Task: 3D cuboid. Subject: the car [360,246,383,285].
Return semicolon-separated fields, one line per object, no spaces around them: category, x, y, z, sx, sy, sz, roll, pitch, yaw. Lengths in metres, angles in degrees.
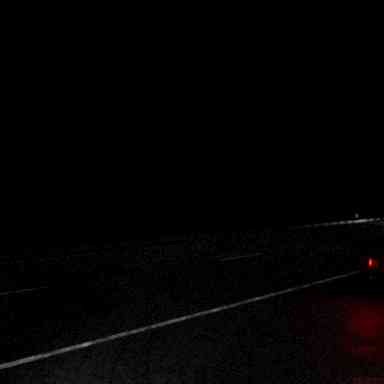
car;6.204;1.600;8.169;4.718;1.301;1.895;0;0;-35
